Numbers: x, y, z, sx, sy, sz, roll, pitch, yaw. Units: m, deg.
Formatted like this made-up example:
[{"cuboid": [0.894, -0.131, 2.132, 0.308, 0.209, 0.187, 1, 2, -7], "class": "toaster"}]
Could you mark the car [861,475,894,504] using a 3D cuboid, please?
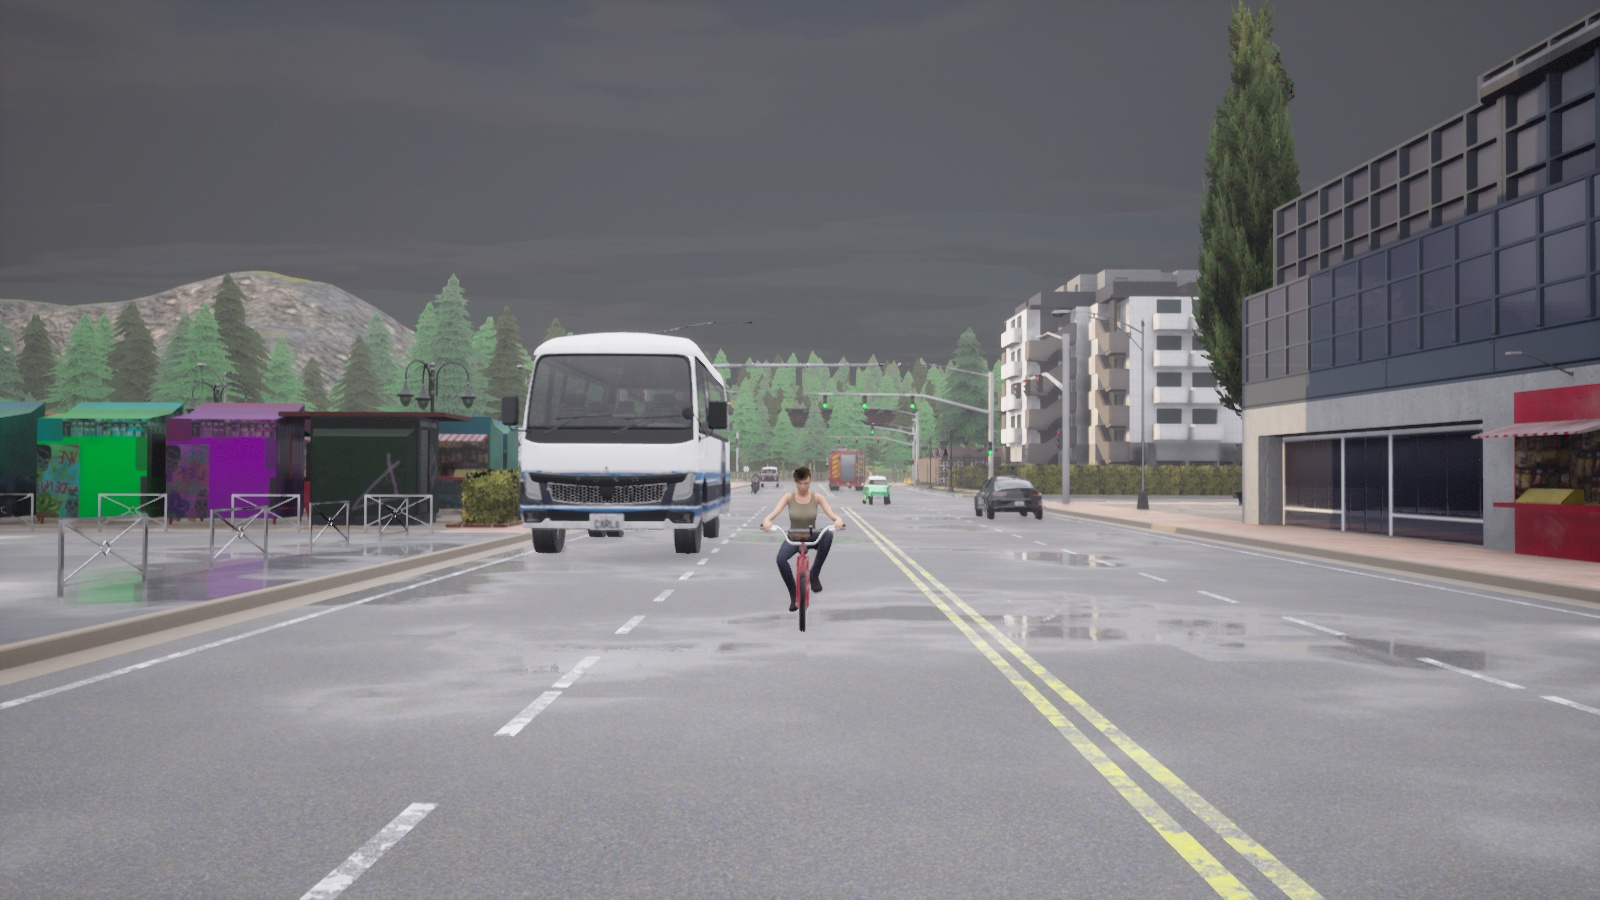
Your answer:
[{"cuboid": [3.748, 1.901, 60.880, 1.481, 1.376, 2.207, 0, -1, 0], "class": "car"}]

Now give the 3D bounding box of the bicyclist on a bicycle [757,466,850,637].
[{"cuboid": [0.036, 0.969, 12.627, 0.866, 1.612, 1.509, 0, -1, 0], "class": "bicyclist on a bicycle"}]

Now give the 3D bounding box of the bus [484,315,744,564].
[{"cuboid": [-3.407, -0.090, 26.627, 3.944, 4.253, 10.273, 0, -1, 0], "class": "bus"}]

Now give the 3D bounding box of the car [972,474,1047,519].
[{"cuboid": [7.172, 1.557, 43.364, 1.812, 1.442, 4.674, 0, -1, 0], "class": "car"}]
